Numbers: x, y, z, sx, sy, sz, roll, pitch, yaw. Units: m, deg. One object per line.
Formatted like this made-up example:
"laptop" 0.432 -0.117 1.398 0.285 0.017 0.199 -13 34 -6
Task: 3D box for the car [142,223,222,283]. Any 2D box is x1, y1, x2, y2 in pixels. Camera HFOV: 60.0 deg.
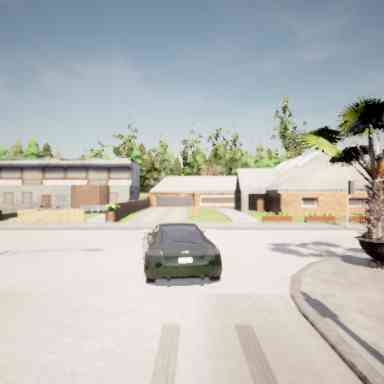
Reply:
"car" -0.462 1.601 9.920 1.994 1.385 4.181 0 0 -9
